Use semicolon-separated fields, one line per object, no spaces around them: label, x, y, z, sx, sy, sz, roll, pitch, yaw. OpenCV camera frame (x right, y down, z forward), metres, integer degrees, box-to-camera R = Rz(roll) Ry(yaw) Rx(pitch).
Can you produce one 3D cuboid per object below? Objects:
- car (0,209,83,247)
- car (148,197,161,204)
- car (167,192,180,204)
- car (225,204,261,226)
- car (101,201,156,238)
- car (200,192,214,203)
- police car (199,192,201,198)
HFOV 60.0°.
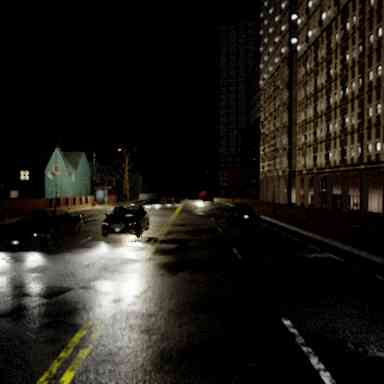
car;-6.602;1.502;15.098;2.033;1.411;5.357;0;0;0
car;-6.549;1.472;58.006;1.895;1.301;4.718;0;0;1
car;-3.295;1.090;60.016;2.150;2.045;5.566;0;0;1
car;3.347;1.498;22.553;1.994;1.385;4.181;0;0;0
car;-3.351;1.440;17.417;2.128;1.511;4.902;0;0;0
car;3.242;1.213;66.856;2.097;1.767;4.553;0;0;0
police car;3.240;1.275;78.000;1.930;1.638;5.238;0;0;0
